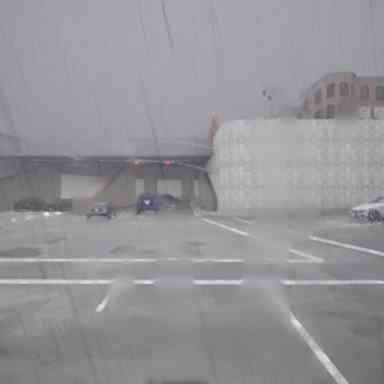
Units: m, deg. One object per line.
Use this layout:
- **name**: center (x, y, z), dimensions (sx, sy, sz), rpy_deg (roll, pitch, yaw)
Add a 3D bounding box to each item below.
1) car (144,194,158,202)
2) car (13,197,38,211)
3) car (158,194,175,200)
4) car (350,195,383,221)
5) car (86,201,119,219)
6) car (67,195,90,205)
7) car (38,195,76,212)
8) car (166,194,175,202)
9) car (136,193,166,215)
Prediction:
- **car**: center (-8.241, 1.192, 67.334), dimensions (1.837, 1.490, 4.892), rpy_deg (0, 0, 6)
- **car**: center (-18.298, 1.304, 37.656), dimensions (1.882, 1.535, 5.008), rpy_deg (0, 0, -1)
- **car**: center (-5.889, 1.120, 77.403), dimensions (1.837, 1.490, 4.892), rpy_deg (0, 0, 24)
- **car**: center (12.195, 0.855, 20.454), dimensions (4.674, 1.442, 1.812), rpy_deg (-6, 0, 0)
- **car**: center (-7.407, 1.419, 27.811), dimensions (2.033, 1.411, 5.357), rpy_deg (0, 0, -3)
- **car**: center (-18.678, 1.240, 54.874), dimensions (2.128, 1.511, 4.902), rpy_deg (0, 0, -1)
- **car**: center (-14.790, 1.376, 37.234), dimensions (2.033, 1.411, 5.357), rpy_deg (0, 0, -1)
- **car**: center (-4.693, 1.184, 67.833), dimensions (2.128, 1.511, 4.902), rpy_deg (0, 0, 6)
- **car**: center (-4.050, 1.071, 32.569), dimensions (2.150, 2.045, 5.566), rpy_deg (0, 0, -1)
